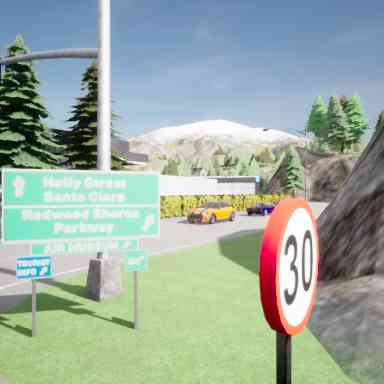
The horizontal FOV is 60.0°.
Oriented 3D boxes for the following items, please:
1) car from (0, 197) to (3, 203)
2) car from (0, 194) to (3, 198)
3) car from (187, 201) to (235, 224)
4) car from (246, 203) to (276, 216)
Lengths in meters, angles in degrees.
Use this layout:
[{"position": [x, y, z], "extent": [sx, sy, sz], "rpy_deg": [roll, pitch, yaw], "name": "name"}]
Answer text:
[{"position": [-12.400, 1.505, 26.036], "extent": [1.905, 1.878, 3.866], "rpy_deg": [0, 0, 35], "name": "car"}, {"position": [-38.661, 1.489, 69.944], "extent": [4.514, 1.523, 2.007], "rpy_deg": [0, 0, 35], "name": "car"}, {"position": [1.584, 1.544, 26.704], "extent": [2.097, 1.767, 4.553], "rpy_deg": [0, 0, 36], "name": "car"}, {"position": [7.486, 1.792, 34.833], "extent": [1.895, 1.301, 4.718], "rpy_deg": [0, 0, 36], "name": "car"}]
